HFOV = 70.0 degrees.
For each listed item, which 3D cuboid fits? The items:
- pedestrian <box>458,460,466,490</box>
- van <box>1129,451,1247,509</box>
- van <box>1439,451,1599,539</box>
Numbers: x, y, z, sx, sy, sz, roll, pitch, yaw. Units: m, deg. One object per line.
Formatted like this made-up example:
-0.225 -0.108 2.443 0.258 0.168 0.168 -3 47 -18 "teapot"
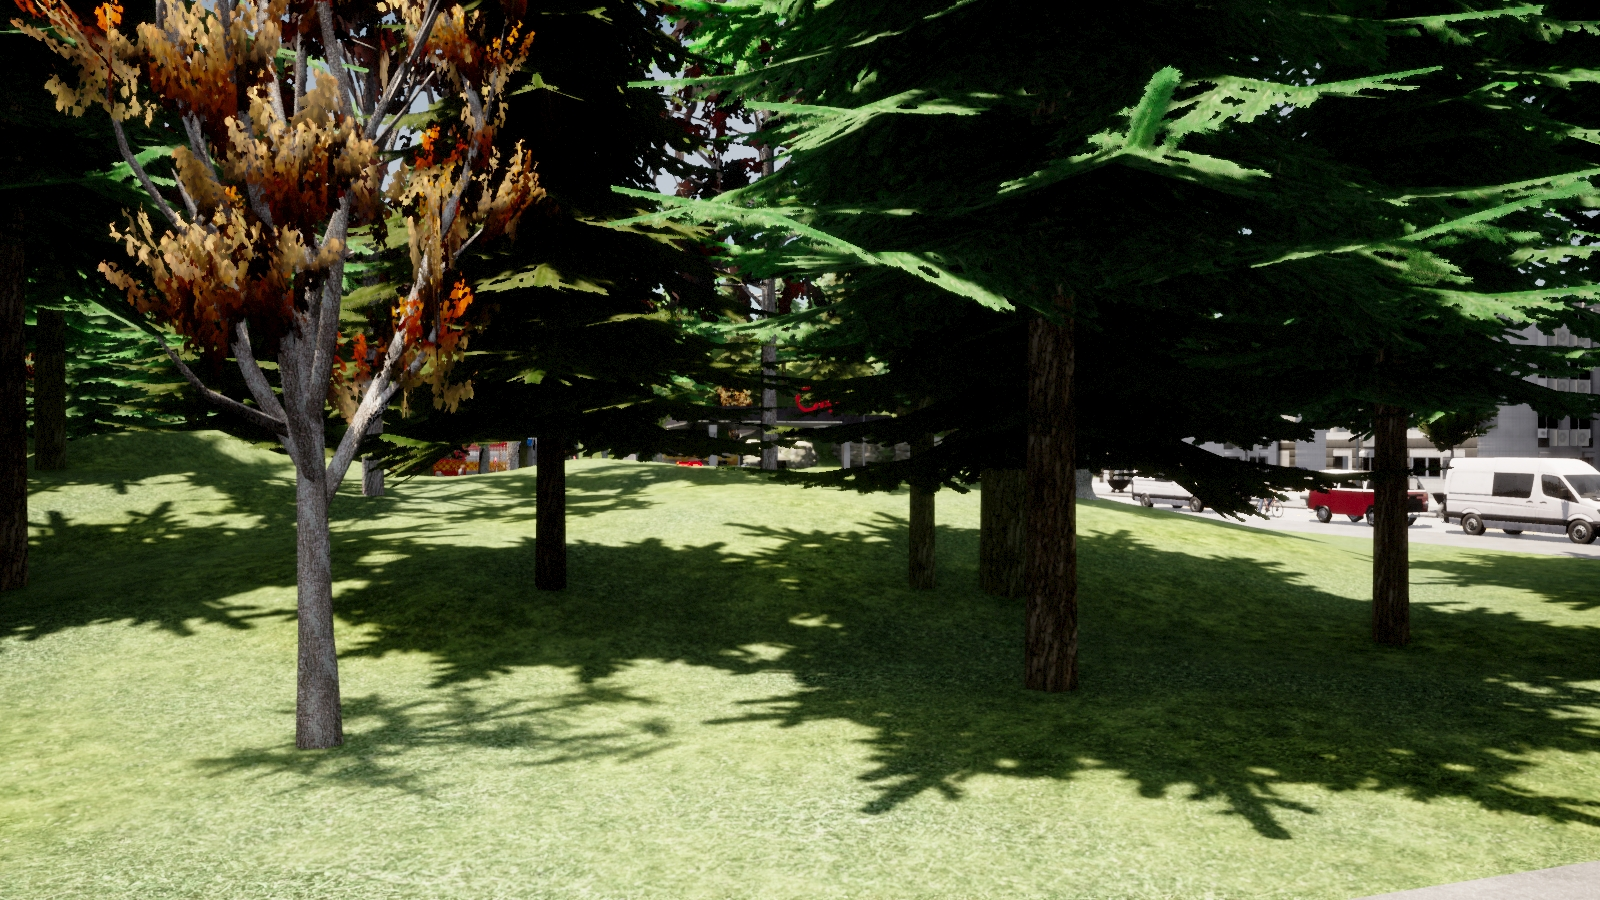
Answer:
-20.574 1.523 69.559 0.375 1.860 0.375 0 0 -8 "pedestrian"
17.842 1.315 52.899 1.988 2.561 5.915 0 0 -18 "van"
23.412 1.314 36.018 1.988 2.561 5.915 0 0 -18 "van"
